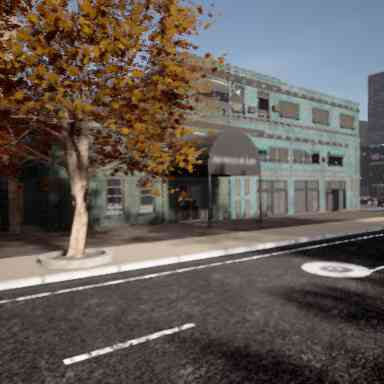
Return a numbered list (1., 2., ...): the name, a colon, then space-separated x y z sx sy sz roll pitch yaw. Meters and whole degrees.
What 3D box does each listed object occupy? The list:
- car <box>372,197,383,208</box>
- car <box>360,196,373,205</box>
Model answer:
1. car: 26.946 1.481 44.117 1.947 1.339 4.313 -2 1 -36
2. car: 28.860 1.421 55.874 2.008 1.369 4.403 -2 1 -36
